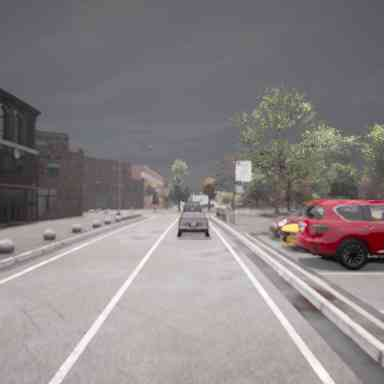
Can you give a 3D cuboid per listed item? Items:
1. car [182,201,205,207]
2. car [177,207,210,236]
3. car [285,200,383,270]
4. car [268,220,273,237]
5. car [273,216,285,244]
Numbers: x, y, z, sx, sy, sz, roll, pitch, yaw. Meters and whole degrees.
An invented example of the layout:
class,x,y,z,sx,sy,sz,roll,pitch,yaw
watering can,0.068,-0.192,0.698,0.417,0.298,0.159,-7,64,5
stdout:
class,x,y,z,sx,sy,sz,roll,pitch,yaw
car,0.080,2.117,38.569,2.150,2.045,5.566,0,-2,0
car,0.074,1.822,20.039,2.033,1.411,5.357,0,-1,0
car,6.261,1.287,10.825,5.566,2.045,2.435,0,-1,0
car,6.203,1.492,16.776,4.553,1.767,2.185,0,-1,-1
car,6.207,1.577,13.739,5.008,1.535,2.097,0,-1,-1
